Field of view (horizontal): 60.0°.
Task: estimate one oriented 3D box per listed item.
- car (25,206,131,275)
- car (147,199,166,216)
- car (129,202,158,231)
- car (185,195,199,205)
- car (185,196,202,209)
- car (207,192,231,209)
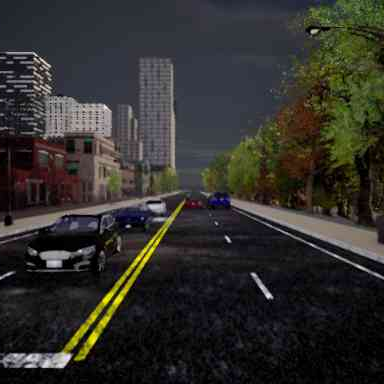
[{"bbox_3d":[-3.396,1.424,10.332,2.128,1.511,4.902,0,0,-3],"label":"car"},{"bbox_3d":[-3.321,1.334,29.713,1.812,1.442,4.674,0,0,0],"label":"car"},{"bbox_3d":[-3.337,1.474,19.681,1.895,1.301,4.718,0,0,0],"label":"car"},{"bbox_3d":[0.037,1.236,50.612,1.994,1.385,4.181,0,0,0],"label":"car"},{"bbox_3d":[0.135,1.303,40.471,1.994,1.385,4.181,0,0,-1],"label":"car"},{"bbox_3d":[3.376,0.963,40.079,2.150,2.045,5.566,0,0,0],"label":"car"}]
